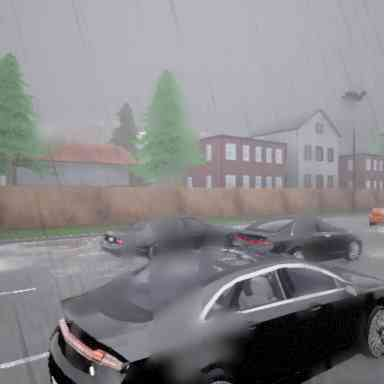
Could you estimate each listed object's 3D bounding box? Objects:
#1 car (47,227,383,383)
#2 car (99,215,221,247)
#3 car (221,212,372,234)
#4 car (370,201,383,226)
[{"bbox_3d":[0.795,1.491,4.312,4.902,1.511,2.128,0,0,-35],"label":"car"},{"bbox_3d":[-0.522,1.546,11.968,5.357,1.411,2.033,0,0,-35],"label":"car"},{"bbox_3d":[3.447,1.503,10.499,4.892,1.490,1.837,0,0,-35],"label":"car"},{"bbox_3d":[13.774,1.351,22.151,4.553,1.767,2.097,-1,0,-37],"label":"car"}]
